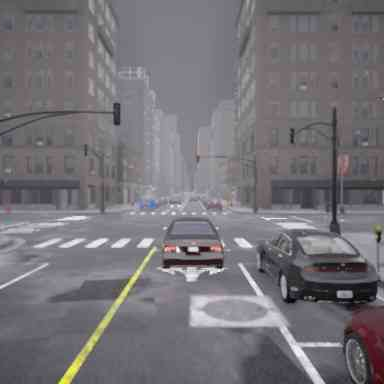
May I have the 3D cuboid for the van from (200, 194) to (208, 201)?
[{"bbox_3d":[2.980,1.354,82.328,1.690,1.788,3.998,0,0,0],"label":"van"}]

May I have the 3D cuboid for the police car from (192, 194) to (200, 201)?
[{"bbox_3d":[1.138,1.437,88.741,1.930,1.638,5.238,0,0,-1],"label":"police car"}]

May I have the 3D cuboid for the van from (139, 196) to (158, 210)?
[{"bbox_3d":[-5.719,1.350,42.678,1.690,1.788,3.998,0,0,0],"label":"van"}]

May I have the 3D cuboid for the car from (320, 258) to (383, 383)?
[{"bbox_3d":[2.667,1.582,2.400,1.802,1.307,4.206,0,0,0],"label":"car"}]

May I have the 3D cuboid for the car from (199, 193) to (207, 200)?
[{"bbox_3d":[3.029,1.326,93.666,2.192,1.841,5.009,0,0,0],"label":"car"}]

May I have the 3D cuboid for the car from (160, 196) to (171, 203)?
[{"bbox_3d":[-5.595,1.540,70.849,1.752,1.417,4.829,0,0,0],"label":"car"}]

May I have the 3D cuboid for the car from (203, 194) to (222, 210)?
[{"bbox_3d":[2.807,1.449,42.643,1.967,1.590,4.097,0,0,0],"label":"car"}]

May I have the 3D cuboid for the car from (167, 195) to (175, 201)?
[{"bbox_3d":[-5.521,1.538,87.854,1.752,1.417,4.829,0,0,0],"label":"car"}]

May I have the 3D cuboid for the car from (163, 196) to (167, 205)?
[{"bbox_3d":[-5.669,1.578,54.015,1.947,1.339,4.313,0,0,0],"label":"car"}]

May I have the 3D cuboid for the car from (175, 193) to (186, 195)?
[{"bbox_3d":[-2.722,1.560,74.116,1.994,1.385,4.181,0,0,0],"label":"car"}]

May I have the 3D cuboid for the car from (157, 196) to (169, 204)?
[{"bbox_3d":[-5.620,1.580,65.352,1.947,1.339,4.313,0,0,0],"label":"car"}]

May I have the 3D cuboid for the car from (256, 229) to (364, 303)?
[{"bbox_3d":[2.667,1.552,7.994,2.008,1.369,4.403,0,0,0],"label":"car"}]

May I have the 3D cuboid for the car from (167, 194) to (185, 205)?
[{"bbox_3d":[-2.840,1.577,58.795,1.994,1.385,4.181,0,0,1],"label":"car"}]

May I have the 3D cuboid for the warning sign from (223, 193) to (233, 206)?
[{"bbox_3d":[5.235,1.126,48.627,1.300,1.860,1.060,0,0,0],"label":"warning sign"}]

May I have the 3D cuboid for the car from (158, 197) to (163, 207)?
[{"bbox_3d":[-5.694,1.451,48.347,1.967,1.590,4.097,0,0,0],"label":"car"}]

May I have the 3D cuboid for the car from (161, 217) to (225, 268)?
[{"bbox_3d":[-0.030,1.549,11.212,2.033,1.411,5.357,0,0,-1],"label":"car"}]

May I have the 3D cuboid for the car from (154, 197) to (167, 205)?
[{"bbox_3d":[-5.644,1.596,59.683,1.802,1.307,4.206,0,0,0],"label":"car"}]

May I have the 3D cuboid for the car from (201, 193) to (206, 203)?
[{"bbox_3d":[2.857,1.453,53.981,1.967,1.590,4.097,0,0,0],"label":"car"}]

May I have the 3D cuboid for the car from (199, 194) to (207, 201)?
[{"bbox_3d":[3.005,1.452,87.997,1.967,1.590,4.097,0,0,0],"label":"car"}]

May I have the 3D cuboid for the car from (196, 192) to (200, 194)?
[{"bbox_3d":[0.313,1.306,82.218,1.882,1.535,5.008,0,0,0],"label":"car"}]

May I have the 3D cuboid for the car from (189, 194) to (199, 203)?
[{"bbox_3d":[0.269,1.600,72.244,1.895,1.301,4.718,0,0,0],"label":"car"}]

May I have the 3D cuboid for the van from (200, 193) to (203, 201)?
[{"bbox_3d":[2.906,1.355,65.320,1.690,1.788,3.998,0,0,0],"label":"van"}]

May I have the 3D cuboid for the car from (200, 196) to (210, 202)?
[{"bbox_3d":[2.956,1.565,76.659,2.008,1.369,4.403,0,0,0],"label":"car"}]
